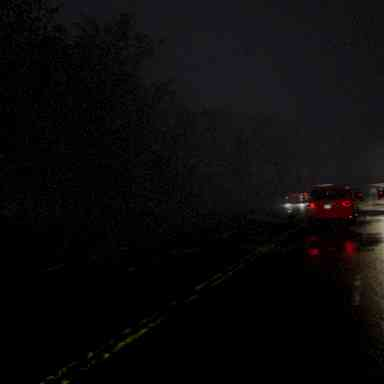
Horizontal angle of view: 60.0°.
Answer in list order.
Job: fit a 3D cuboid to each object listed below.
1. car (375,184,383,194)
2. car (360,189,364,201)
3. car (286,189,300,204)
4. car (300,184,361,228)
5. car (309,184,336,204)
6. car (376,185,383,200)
[{"bbox_3d":[28.333,-0.446,49.309,1.895,1.301,4.718,-5,0,29],"label":"car"},{"bbox_3d":[17.965,0.288,36.862,2.033,1.411,5.357,-5,0,29],"label":"car"},{"bbox_3d":[13.432,0.485,42.503,2.097,1.767,4.553,-5,0,29],"label":"car"},{"bbox_3d":[7.723,0.698,18.135,2.150,2.045,5.566,-5,0,29],"label":"car"},{"bbox_3d":[15.681,0.160,39.890,2.150,2.045,5.566,-5,0,29],"label":"car"},{"bbox_3d":[21.309,0.014,36.380,2.033,1.411,5.357,-5,0,29],"label":"car"}]
